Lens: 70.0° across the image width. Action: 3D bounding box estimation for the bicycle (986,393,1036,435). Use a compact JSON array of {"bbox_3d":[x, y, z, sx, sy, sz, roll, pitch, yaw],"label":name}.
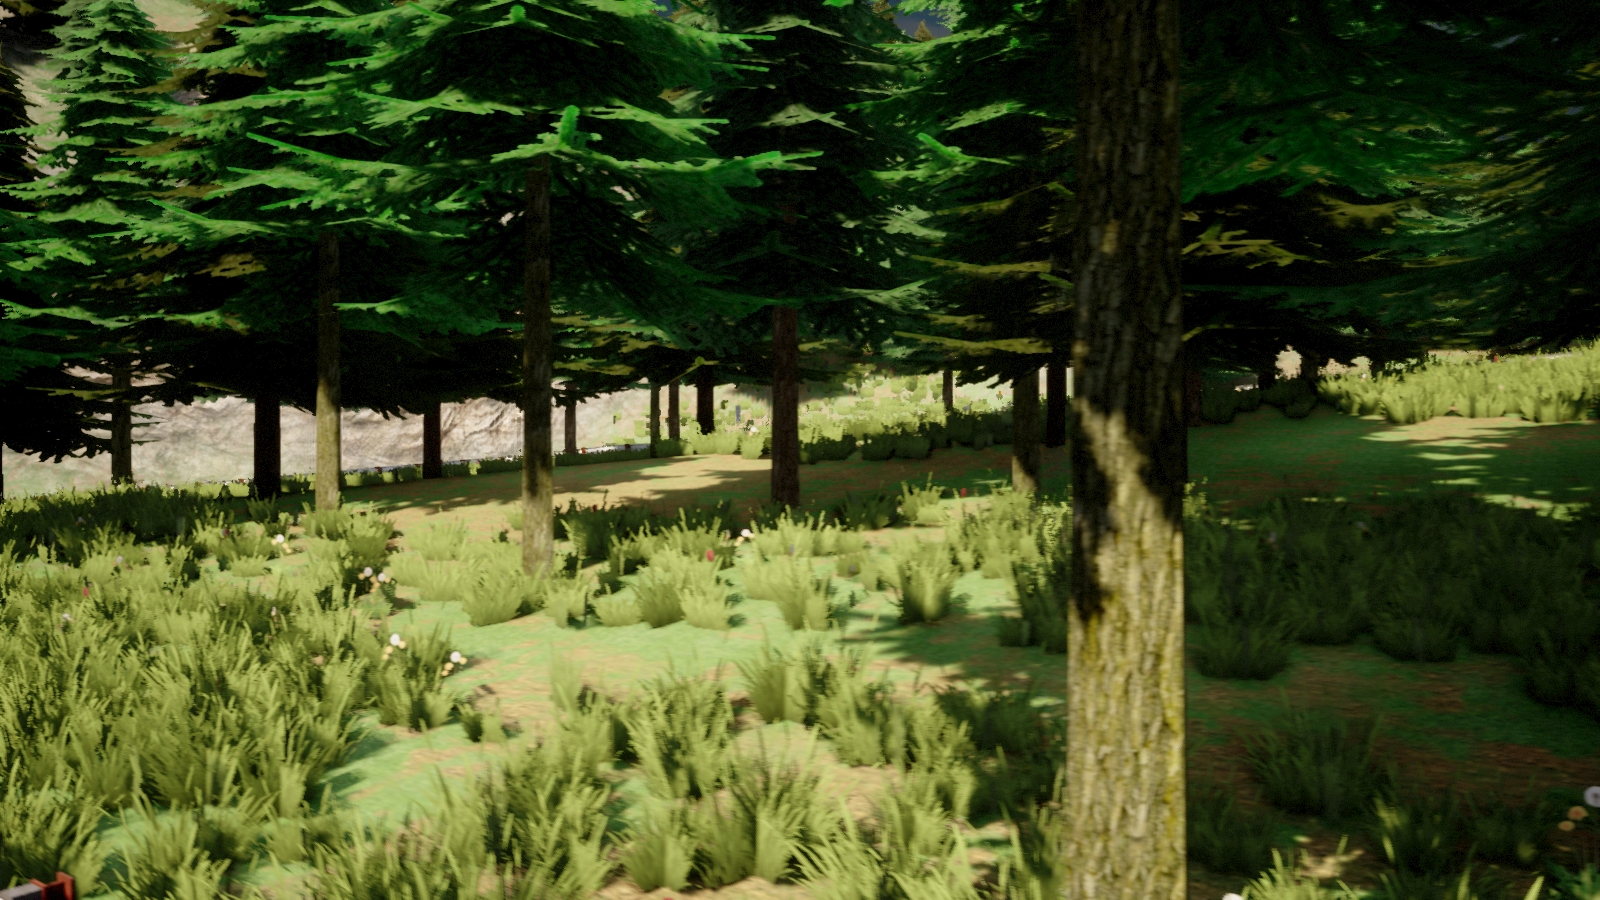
[{"bbox_3d":[8.263,-1.391,44.807,1.835,1.471,0.329,-5,-2,27],"label":"bicycle"}]
